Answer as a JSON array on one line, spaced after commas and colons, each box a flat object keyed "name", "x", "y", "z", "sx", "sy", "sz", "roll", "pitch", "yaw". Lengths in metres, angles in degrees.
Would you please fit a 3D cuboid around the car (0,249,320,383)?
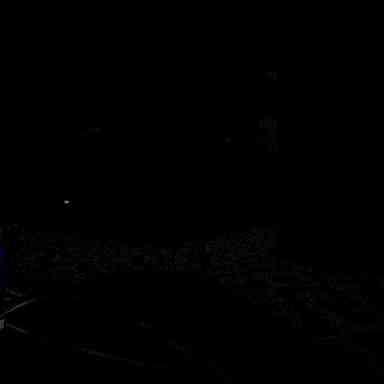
[{"name": "car", "x": -0.878, "y": 1.548, "z": 3.588, "sx": 4.313, "sy": 1.339, "sz": 1.947, "roll": 0, "pitch": 0, "yaw": 36}]

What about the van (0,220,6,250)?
[{"name": "van", "x": -5.468, "y": 1.286, "z": 6.863, "sx": 3.998, "sy": 1.788, "sz": 1.690, "roll": 0, "pitch": 0, "yaw": 36}]
